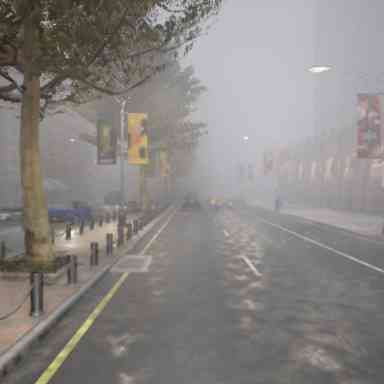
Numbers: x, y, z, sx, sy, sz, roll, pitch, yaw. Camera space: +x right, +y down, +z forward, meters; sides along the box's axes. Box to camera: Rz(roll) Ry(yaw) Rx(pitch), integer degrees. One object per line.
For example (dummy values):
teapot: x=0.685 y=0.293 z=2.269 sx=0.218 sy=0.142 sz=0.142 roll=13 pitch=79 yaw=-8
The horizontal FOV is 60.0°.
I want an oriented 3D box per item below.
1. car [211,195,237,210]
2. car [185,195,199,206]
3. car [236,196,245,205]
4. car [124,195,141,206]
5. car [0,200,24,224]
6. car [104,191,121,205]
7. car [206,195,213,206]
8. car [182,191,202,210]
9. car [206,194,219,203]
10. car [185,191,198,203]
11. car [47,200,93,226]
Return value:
car: x=3.494 y=1.332 z=37.344 sx=1.895 sy=1.301 sz=4.718 roll=0 pitch=0 yaw=0
car: x=-0.007 y=1.221 z=47.658 sx=1.994 sy=1.385 sz=4.181 roll=0 pitch=0 yaw=0
car: x=6.742 y=1.233 z=50.243 sx=1.895 sy=1.301 sz=4.718 roll=0 pitch=0 yaw=0
car: x=-8.051 y=1.136 z=47.441 sx=1.882 sy=1.535 sz=5.008 roll=0 pitch=0 yaw=1
car: x=-11.602 y=1.326 z=22.934 sx=2.128 sy=1.511 sz=4.902 roll=0 pitch=0 yaw=0
car: x=-11.524 y=0.865 z=50.088 sx=2.150 sy=2.045 sz=5.566 roll=0 pitch=0 yaw=0
car: x=3.493 y=1.135 z=47.588 sx=1.882 sy=1.535 sz=5.008 roll=0 pitch=0 yaw=0
car: x=-0.006 y=1.083 z=37.365 sx=2.097 sy=1.767 sz=4.553 roll=0 pitch=0 yaw=0
car: x=3.491 y=1.149 z=57.702 sx=1.994 sy=1.385 sz=4.181 roll=0 pitch=0 yaw=0
car: x=-0.009 y=0.806 z=57.728 sx=2.150 sy=2.045 sz=5.566 roll=0 pitch=0 yaw=0
car: x=-8.103 y=1.317 z=22.162 sx=1.882 sy=1.535 sz=5.008 roll=0 pitch=0 yaw=0
